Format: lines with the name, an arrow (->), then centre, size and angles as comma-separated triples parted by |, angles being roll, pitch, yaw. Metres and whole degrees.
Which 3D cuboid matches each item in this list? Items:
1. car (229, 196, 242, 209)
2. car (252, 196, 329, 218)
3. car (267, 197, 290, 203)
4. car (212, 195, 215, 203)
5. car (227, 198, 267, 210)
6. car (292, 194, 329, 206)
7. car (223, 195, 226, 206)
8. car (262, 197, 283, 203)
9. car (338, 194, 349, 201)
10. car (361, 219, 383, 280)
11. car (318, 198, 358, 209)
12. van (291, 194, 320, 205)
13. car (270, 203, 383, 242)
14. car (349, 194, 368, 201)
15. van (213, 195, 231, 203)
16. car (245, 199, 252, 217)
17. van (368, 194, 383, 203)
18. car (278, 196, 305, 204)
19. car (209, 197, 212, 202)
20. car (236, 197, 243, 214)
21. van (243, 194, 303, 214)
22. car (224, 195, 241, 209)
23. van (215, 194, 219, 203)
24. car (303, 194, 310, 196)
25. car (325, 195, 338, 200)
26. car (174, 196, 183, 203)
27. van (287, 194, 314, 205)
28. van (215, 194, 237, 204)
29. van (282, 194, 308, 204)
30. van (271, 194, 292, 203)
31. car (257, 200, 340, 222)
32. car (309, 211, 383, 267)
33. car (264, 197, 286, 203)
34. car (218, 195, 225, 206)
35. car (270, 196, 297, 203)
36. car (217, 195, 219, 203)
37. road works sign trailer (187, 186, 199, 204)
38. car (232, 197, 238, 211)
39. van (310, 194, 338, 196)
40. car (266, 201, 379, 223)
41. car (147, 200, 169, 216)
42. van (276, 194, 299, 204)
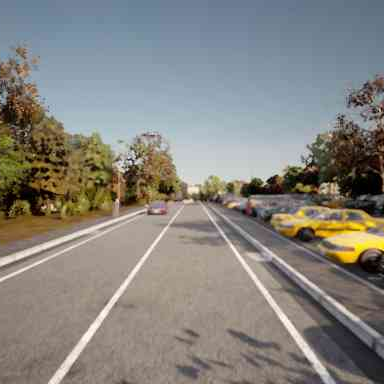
car -> 7.088, 1.548, 38.027 | 4.792, 1.488, 2.163 | 0, 0, 0
car -> 7.043, 1.353, 24.149 | 4.553, 1.767, 2.185 | 0, 0, 0
car -> 20.506, 1.845, 79.366 | 4.892, 1.521, 2.231 | 0, -1, 0
car -> 7.357, 1.353, 65.788 | 5.566, 2.045, 2.435 | 0, 0, 0
car -> 7.166, 1.537, 43.579 | 4.892, 1.521, 2.231 | 0, 0, 0
car -> 20.316, 1.320, 57.353 | 5.566, 2.045, 2.435 | 0, 0, 0
car -> 7.174, 1.545, 46.355 | 4.892, 1.521, 2.231 | 0, 0, 0
car -> 20.550, 1.953, 85.031 | 5.008, 1.535, 2.097 | 0, -1, 0
car -> 20.168, 1.260, 37.837 | 5.566, 2.045, 2.435 | 0, 0, 0
car -> 6.891, 1.535, 7.501 | 4.892, 1.521, 2.231 | 0, 0, 0
car -> 20.263, 1.577, 46.272 | 4.674, 1.452, 2.002 | 0, 0, 0
van -> 20.482, 1.354, 60.123 | 4.442, 1.987, 1.878 | 0, 0, 0
car -> 6.764, 1.486, 15.951 | 5.366, 1.575, 1.946 | 0, 0, 0
car -> 20.147, 1.252, 35.067 | 5.566, 2.045, 2.435 | 0, 0, 0
van -> 7.593, 1.735, 85.201 | 4.442, 1.987, 1.878 | 0, -1, 0
car -> 7.062, 1.514, 26.922 | 4.792, 1.488, 2.163 | 0, 0, 0
van -> 20.037, 1.269, 32.298 | 4.442, 1.987, 1.878 | 0, 0, 0
car -> 20.433, 1.632, 68.288 | 5.008, 1.535, 2.097 | 0, -1, 0
car -> 7.461, 1.907, 82.422 | 5.008, 1.535, 2.097 | 0, -1, 0
car -> 7.046, 1.531, 32.475 | 4.792, 1.488, 2.163 | 0, 0, 0
van -> 7.171, 1.267, 29.698 | 4.442, 1.987, 1.878 | 0, 0, 0
car -> 6.953, 1.524, 40.805 | 5.366, 1.575, 1.946 | 0, 0, 0
van -> 7.191, 1.370, 63.013 | 4.442, 1.987, 1.878 | 0, 0, 0
car -> 20.317, 1.562, 54.458 | 5.008, 1.535, 2.097 | 0, 0, 0
car -> 20.233, 1.528, 43.377 | 5.008, 1.535, 2.097 | 0, 0, 0
car -> -2.932, 1.600, 73.359 | 1.837, 1.490, 4.892 | 0, -1, 0
van -> 20.502, 1.362, 62.768 | 4.442, 1.987, 1.878 | 0, 0, 0
van -> 7.254, 1.469, 71.325 | 4.442, 1.987, 1.878 | 0, -1, 0
van -> 20.291, 1.371, 65.672 | 4.442, 1.987, 1.878 | 0, -1, 0
van -> 20.608, 1.565, 76.600 | 4.442, 1.987, 1.878 | 0, -1, 0
car -> 6.985, 1.477, 21.370 | 4.892, 1.521, 2.231 | 0, 0, 0
car -> 6.721, 1.515, 10.278 | 5.366, 1.575, 1.946 | 0, 0, 0
car -> 20.528, 1.897, 82.136 | 5.008, 1.535, 2.097 | 0, -1, 0
car -> 7.016, 1.550, 49.133 | 5.366, 1.575, 1.946 | 0, 0, 0
car -> 20.285, 1.735, 73.827 | 5.366, 1.575, 1.946 | 0, -1, 0
car -> 7.260, 1.578, 57.460 | 5.008, 1.535, 2.097 | 0, 0, 0
road works sign trailer -> 0.250, 0.650, 66.179 | 2.380, 3.560, 2.880 | 0, -1, -1
car -> 7.067, 1.540, 35.251 | 4.792, 1.488, 2.163 | 0, 0, 0
van -> 20.398, 1.320, 49.042 | 4.442, 1.987, 1.878 | 0, 0, 0
car -> 7.155, 1.477, 18.601 | 5.366, 1.575, 1.946 | 0, 0, 0
car -> -3.269, 1.539, 32.725 | 1.812, 1.442, 4.674 | 0, 0, 0
van -> 20.332, 1.459, 71.063 | 4.442, 1.987, 1.878 | 0, -1, 0
